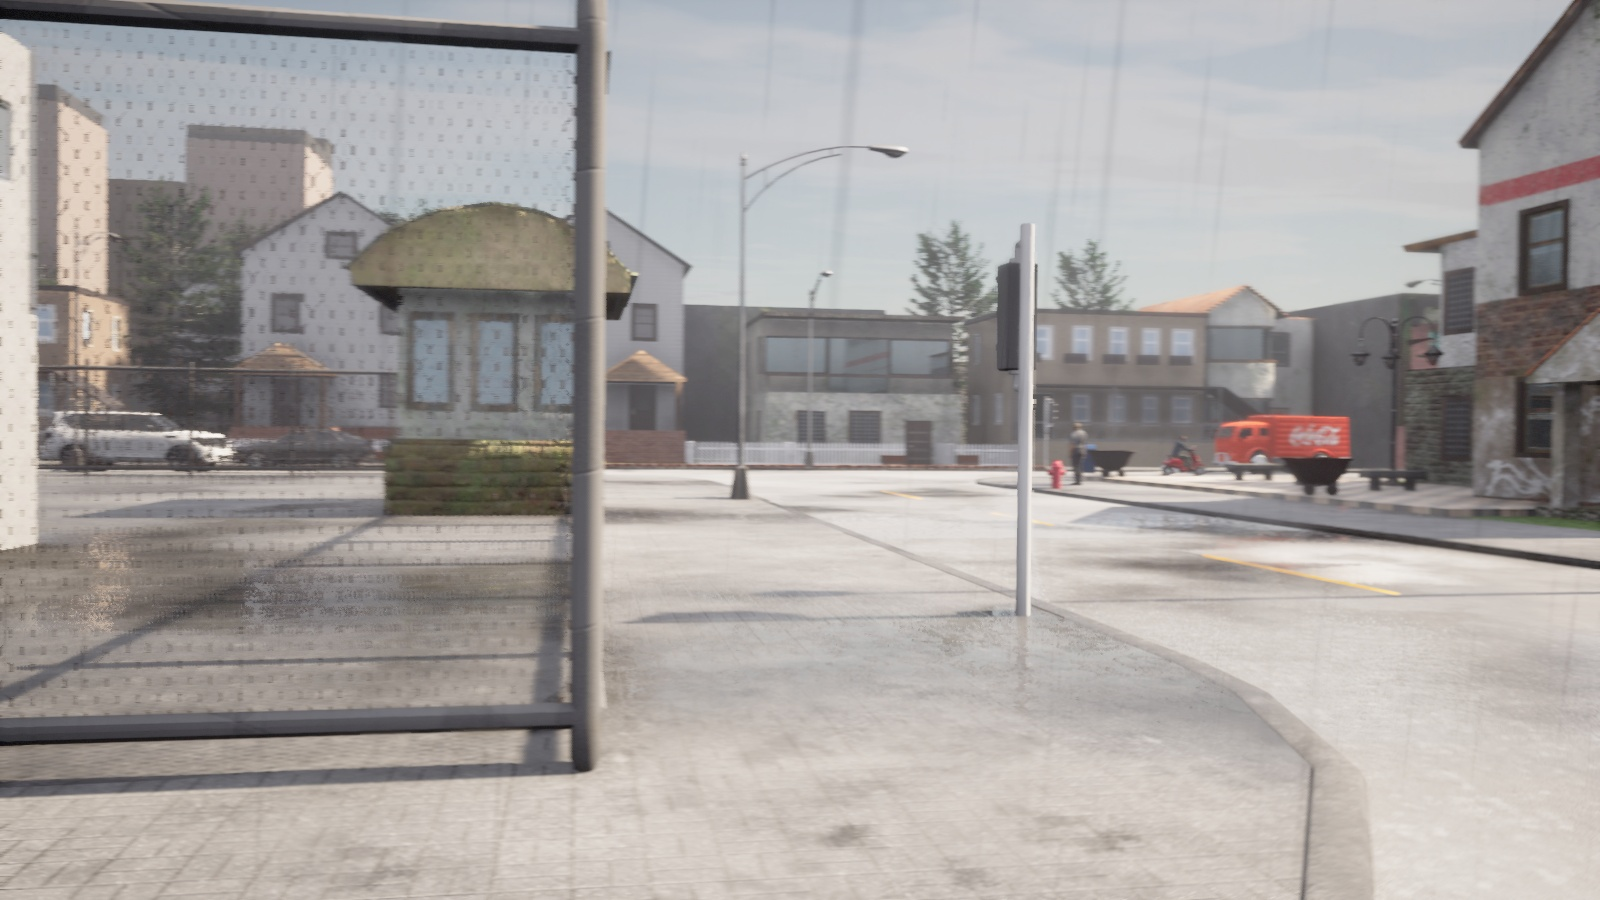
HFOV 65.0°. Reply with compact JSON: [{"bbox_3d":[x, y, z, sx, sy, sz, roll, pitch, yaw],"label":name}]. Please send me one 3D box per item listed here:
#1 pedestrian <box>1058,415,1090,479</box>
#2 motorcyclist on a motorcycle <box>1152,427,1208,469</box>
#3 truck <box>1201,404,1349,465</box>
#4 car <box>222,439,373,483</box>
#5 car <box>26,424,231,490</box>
[{"bbox_3d":[7.913,-0.089,36.274,0.540,1.848,0.694,-1,1,-28],"label":"pedestrian"},{"bbox_3d":[14.509,-0.079,47.962,1.817,1.590,0.866,-1,1,-11],"label":"motorcyclist on a motorcycle"},{"bbox_3d":[20.008,-0.653,53.034,5.204,2.467,2.627,-1,1,-11],"label":"truck"},{"bbox_3d":[-18.396,0.377,46.173,4.892,1.490,1.837,-1,1,-10],"label":"car"},{"bbox_3d":[-22.077,0.198,41.506,5.566,2.045,2.150,-1,1,-8],"label":"car"}]
